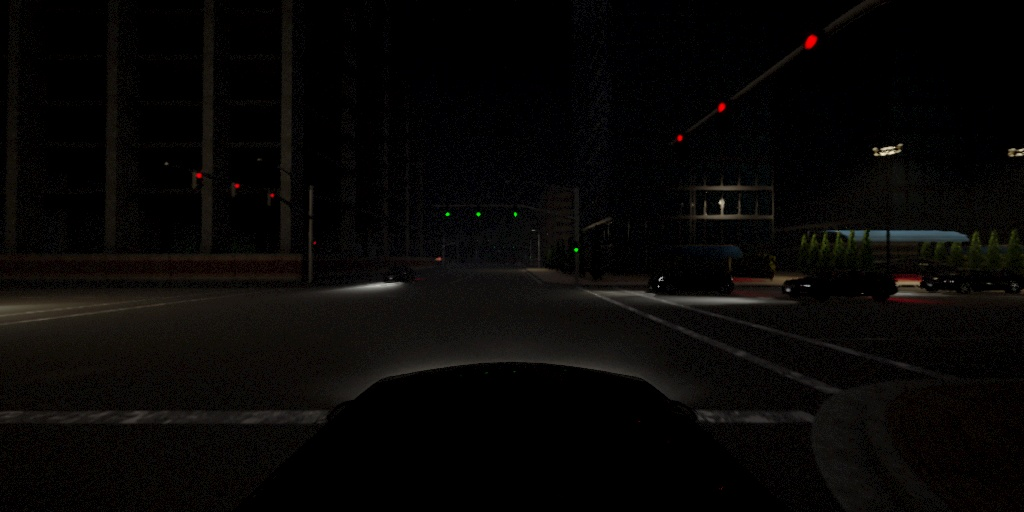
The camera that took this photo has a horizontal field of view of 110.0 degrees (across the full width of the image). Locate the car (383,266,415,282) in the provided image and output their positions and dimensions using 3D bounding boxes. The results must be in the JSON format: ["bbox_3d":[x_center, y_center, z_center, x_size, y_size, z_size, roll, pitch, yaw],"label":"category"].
[{"bbox_3d":[-10.505,1.672,33.587,2.128,1.511,4.902,0,0,0],"label":"car"}]

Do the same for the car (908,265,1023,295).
[{"bbox_3d":[27.506,1.474,21.484,4.902,1.511,2.128,0,-1,0],"label":"car"}]

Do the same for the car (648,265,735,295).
[{"bbox_3d":[10.604,1.337,21.492,4.553,1.767,2.097,0,-1,2],"label":"car"}]

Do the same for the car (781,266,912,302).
[{"bbox_3d":[16.218,1.432,17.914,4.902,1.511,2.128,0,-1,0],"label":"car"}]
